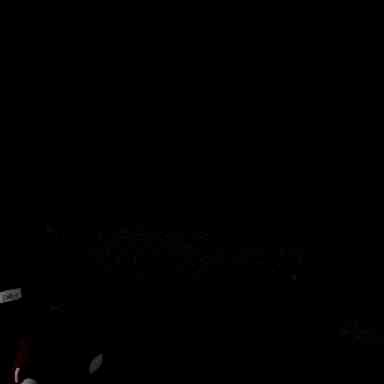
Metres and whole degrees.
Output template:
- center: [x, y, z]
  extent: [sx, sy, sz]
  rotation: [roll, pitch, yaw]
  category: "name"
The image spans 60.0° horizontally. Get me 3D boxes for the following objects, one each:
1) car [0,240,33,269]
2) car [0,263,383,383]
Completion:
- center: [-4.330, 1.529, 6.045]
  extent: [4.313, 1.339, 1.947]
  rotation: [0, 0, 35]
  category: "car"
- center: [0.260, 1.538, 2.774]
  extent: [4.507, 1.381, 1.887]
  rotation: [0, 0, 35]
  category: "car"
